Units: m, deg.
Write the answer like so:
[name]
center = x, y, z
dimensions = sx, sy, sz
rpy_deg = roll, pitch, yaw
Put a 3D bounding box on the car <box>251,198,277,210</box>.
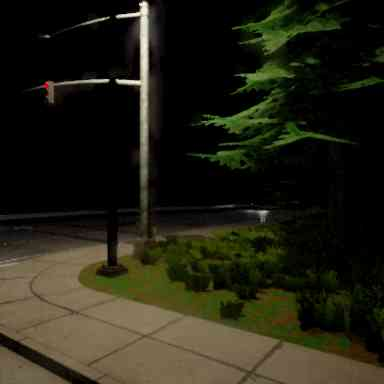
[car]
center = 9.106, 1.463, 41.858
dimensions = 1.837, 1.490, 4.892
rpy_deg = 0, -1, 36
